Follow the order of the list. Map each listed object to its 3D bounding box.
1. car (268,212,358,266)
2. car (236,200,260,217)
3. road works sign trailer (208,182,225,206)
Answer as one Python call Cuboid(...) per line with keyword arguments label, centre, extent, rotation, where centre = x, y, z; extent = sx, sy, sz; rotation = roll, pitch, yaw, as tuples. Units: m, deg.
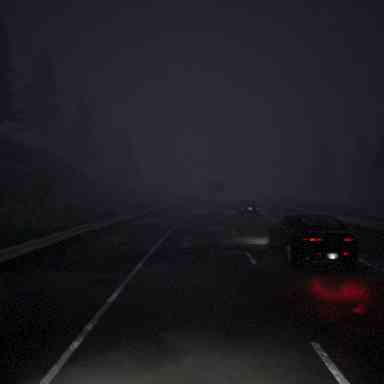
Cuboid(label="car", centre=(3.870, 1.462, 11.365), extent=(1.837, 1.490, 4.892), rotation=(0, 0, 2))
Cuboid(label="car", centre=(5.077, 1.431, 30.176), extent=(2.033, 1.411, 5.357), rotation=(0, 0, 5))
Cuboid(label="road works sign trailer", centre=(3.676, 0.272, 49.075), extent=(2.380, 3.560, 2.880), rotation=(0, 0, 9))
